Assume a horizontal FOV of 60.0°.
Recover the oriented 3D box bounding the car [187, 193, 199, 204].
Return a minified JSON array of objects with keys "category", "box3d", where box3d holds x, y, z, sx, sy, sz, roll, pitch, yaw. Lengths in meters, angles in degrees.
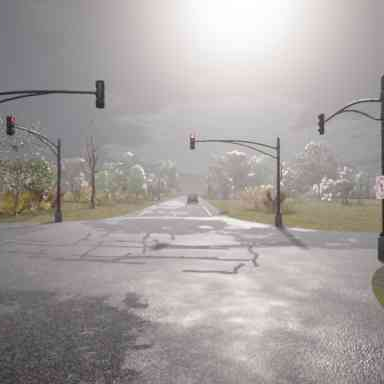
[{"category":"car","box3d":[0.156,1.293,67.595,2.150,2.045,5.566,0,0,0]}]
